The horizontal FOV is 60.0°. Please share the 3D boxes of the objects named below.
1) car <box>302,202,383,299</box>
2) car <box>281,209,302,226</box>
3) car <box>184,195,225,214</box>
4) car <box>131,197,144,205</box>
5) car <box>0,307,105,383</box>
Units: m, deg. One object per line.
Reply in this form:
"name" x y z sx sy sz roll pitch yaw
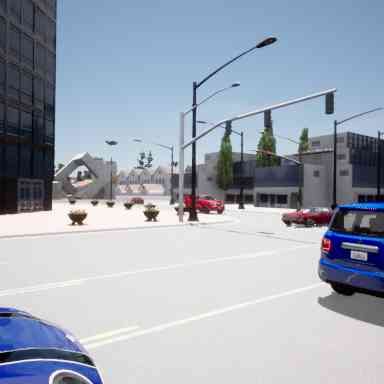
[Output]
"car" 5.179 1.239 7.497 5.566 2.045 2.150 0 0 -35
"car" 8.273 1.690 22.825 4.718 1.301 1.895 1 0 -36
"car" 1.267 1.314 36.702 2.150 2.045 5.566 1 -1 -35
"car" -10.272 1.646 62.296 1.882 1.535 5.008 1 0 -20
"car" -2.747 1.352 1.783 4.553 1.767 2.097 0 0 -35
